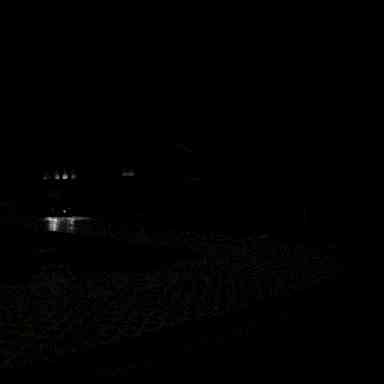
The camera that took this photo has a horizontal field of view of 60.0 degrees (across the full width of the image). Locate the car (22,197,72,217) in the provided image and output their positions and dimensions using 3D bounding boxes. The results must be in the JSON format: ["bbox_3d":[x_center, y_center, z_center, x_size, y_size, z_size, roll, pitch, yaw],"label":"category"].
[{"bbox_3d":[-11.639,1.190,26.532,4.892,1.490,1.837,1,1,34],"label":"car"}]
